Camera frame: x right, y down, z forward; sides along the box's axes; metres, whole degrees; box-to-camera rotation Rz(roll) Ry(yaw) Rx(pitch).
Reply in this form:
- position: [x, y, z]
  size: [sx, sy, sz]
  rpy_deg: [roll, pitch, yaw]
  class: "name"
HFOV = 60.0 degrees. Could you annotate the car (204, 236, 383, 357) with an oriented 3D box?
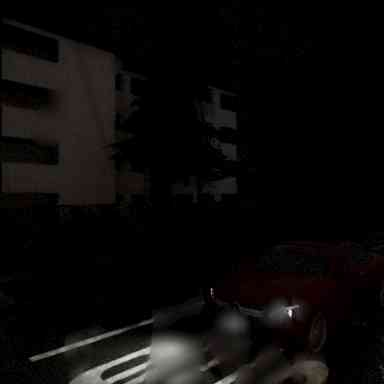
- position: [2.285, 1.633, 6.411]
  size: [4.674, 1.442, 1.812]
  rpy_deg: [1, -2, -43]
  class: "car"
